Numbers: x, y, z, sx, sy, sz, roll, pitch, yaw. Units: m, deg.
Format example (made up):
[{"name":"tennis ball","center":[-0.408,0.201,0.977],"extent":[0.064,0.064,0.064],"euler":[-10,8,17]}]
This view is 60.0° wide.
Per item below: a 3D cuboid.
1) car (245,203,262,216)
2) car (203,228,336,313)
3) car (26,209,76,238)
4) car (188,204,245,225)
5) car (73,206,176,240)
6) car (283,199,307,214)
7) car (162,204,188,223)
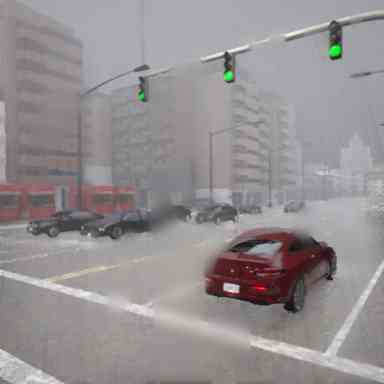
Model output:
[{"name":"car","center":[6.678,2.015,39.117],"extent":[1.994,1.385,4.181],"euler":[-1,-1,35]},{"name":"car","center":[2.018,1.566,7.829],"extent":[1.812,1.442,4.674],"euler":[-1,-1,35]},{"name":"car","center":[-7.134,1.720,19.372],"extent":[1.812,1.442,4.674],"euler":[-1,-1,35]},{"name":"car","center":[2.055,1.766,26.413],"extent":[1.837,1.490,4.892],"euler":[-1,0,35]},{"name":"car","center":[-3.503,1.722,18.439],"extent":[2.033,1.411,5.357],"euler":[-1,-1,35]},{"name":"car","center":[13.137,2.001,42.198],"extent":[1.837,1.490,4.892],"euler":[-1,-2,35]},{"name":"car","center":[-1.901,1.779,26.850],"extent":[1.837,1.490,4.892],"euler":[-1,-1,35]}]
